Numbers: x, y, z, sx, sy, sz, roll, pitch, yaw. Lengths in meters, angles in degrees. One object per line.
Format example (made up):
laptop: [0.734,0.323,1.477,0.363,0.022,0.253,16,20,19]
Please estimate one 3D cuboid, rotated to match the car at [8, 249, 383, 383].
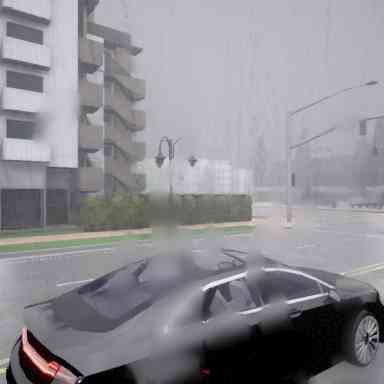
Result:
car: [0.520,1.492,4.128,4.902,1.511,2.128,0,0,-35]
